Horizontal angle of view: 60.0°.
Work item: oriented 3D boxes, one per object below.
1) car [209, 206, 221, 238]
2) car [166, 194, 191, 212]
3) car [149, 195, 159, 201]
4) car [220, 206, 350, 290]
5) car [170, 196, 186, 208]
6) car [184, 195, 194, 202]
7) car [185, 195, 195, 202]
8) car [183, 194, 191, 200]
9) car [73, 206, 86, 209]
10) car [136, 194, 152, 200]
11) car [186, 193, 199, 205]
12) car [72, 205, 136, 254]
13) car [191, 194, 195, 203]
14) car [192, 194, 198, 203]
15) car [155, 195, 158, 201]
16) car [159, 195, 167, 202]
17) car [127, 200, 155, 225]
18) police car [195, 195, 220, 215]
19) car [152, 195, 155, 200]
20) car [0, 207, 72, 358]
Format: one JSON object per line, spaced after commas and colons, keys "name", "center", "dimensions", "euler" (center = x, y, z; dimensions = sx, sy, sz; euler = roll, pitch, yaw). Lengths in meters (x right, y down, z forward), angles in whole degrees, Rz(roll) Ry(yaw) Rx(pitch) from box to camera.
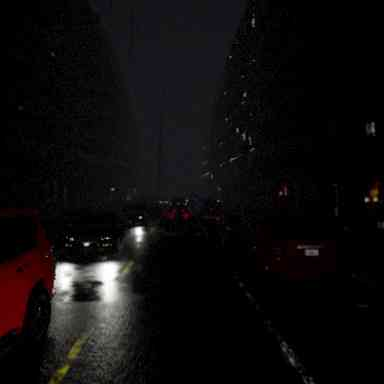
{"name": "car", "center": [2.038, 1.511, 14.668], "dimensions": [1.887, 1.381, 4.507], "euler": [-2, 0, -3]}
{"name": "car", "center": [-1.538, 1.308, 37.704], "dimensions": [2.097, 1.767, 4.553], "euler": [0, 0, -3]}
{"name": "car", "center": [-9.330, 1.488, 82.143], "dimensions": [1.947, 1.339, 4.313], "euler": [-1, 0, -3]}
{"name": "car", "center": [2.284, 1.287, 9.009], "dimensions": [2.192, 1.841, 5.009], "euler": [-2, 0, -3]}
{"name": "car", "center": [-1.975, 1.435, 47.498], "dimensions": [2.128, 1.511, 4.902], "euler": [0, 0, -3]}
{"name": "car", "center": [-0.736, 1.437, 76.915], "dimensions": [1.947, 1.339, 4.313], "euler": [-1, 0, -3]}
{"name": "car", "center": [-0.489, 1.428, 71.256], "dimensions": [1.887, 1.381, 4.507], "euler": [-1, 0, -3]}
{"name": "car", "center": [-1.465, 1.401, 93.892], "dimensions": [1.947, 1.339, 4.313], "euler": [-1, 0, -3]}
{"name": "car", "center": [-6.551, 1.567, 19.894], "dimensions": [1.887, 1.381, 4.507], "euler": [-1, 0, -3]}
{"name": "car", "center": [-8.067, 1.521, 53.848], "dimensions": [1.887, 1.381, 4.507], "euler": [-1, 0, -3]}
{"name": "car", "center": [0.011, 1.219, 59.938], "dimensions": [2.192, 1.841, 5.009], "euler": [-1, 0, -3]}
{"name": "car", "center": [-3.665, 1.515, 13.639], "dimensions": [1.837, 1.490, 4.892], "euler": [0, 0, -3]}
{"name": "car", "center": [0.263, 1.228, 54.278], "dimensions": [2.192, 1.841, 5.009], "euler": [-1, 0, -3]}
{"name": "car", "center": [1.398, 1.407, 40.087], "dimensions": [1.882, 1.535, 5.008], "euler": [0, 0, -3]}
{"name": "car", "center": [-8.825, 1.490, 70.824], "dimensions": [1.887, 1.381, 4.507], "euler": [-1, 0, -3]}
{"name": "car", "center": [-6.295, 1.422, 74.755], "dimensions": [2.033, 1.411, 5.357], "euler": [0, 0, -3]}
{"name": "car", "center": [-4.122, 1.544, 24.126], "dimensions": [2.033, 1.411, 5.357], "euler": [0, 0, -2]}
{"name": "police car", "center": [1.699, 1.364, 33.202], "dimensions": [1.930, 1.638, 5.238], "euler": [0, 0, -3]}
{"name": "car", "center": [-8.325, 1.282, 59.505], "dimensions": [2.192, 1.841, 5.009], "euler": [-1, 0, -3]}
{"name": "car", "center": [-3.213, 1.242, 3.306], "dimensions": [2.150, 2.045, 5.566], "euler": [0, 0, -2]}
